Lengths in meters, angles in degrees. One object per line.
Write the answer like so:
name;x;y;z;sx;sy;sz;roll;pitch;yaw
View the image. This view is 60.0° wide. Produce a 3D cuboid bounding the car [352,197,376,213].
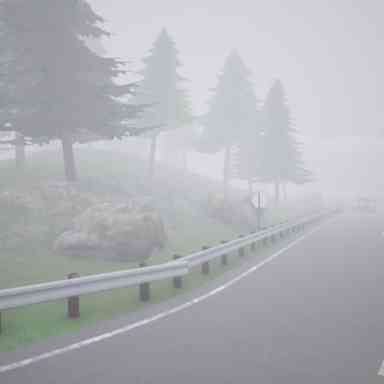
car;18.827;1.344;36.314;2.097;1.767;4.553;0;0;31
